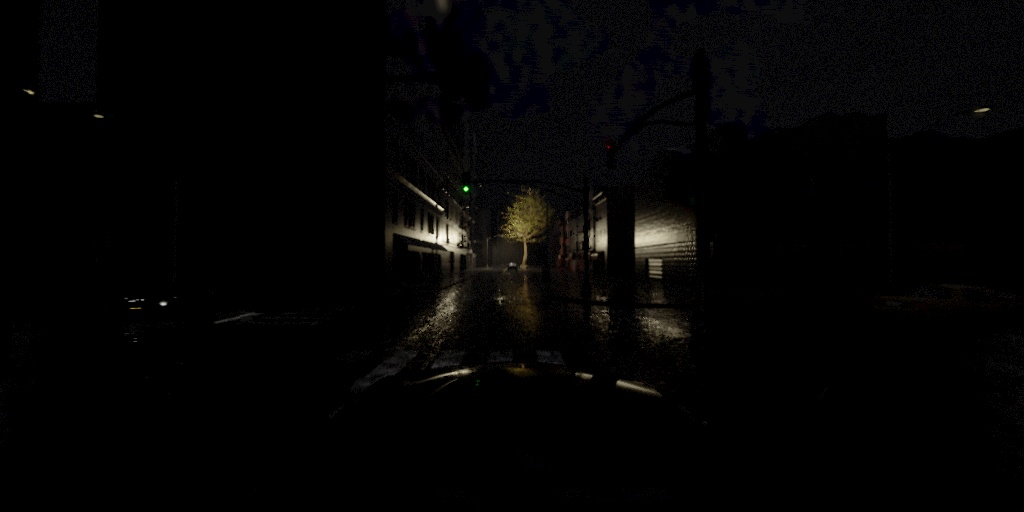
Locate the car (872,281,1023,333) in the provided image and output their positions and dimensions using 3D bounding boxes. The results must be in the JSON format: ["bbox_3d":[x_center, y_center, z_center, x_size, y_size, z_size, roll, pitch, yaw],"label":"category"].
[{"bbox_3d":[13.886,1.460,10.842,4.829,1.417,1.751,0,0,0],"label":"car"}]

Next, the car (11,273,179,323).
[{"bbox_3d":[-13.777,1.299,11.698,4.892,1.490,1.837,0,-1,0],"label":"car"}]
